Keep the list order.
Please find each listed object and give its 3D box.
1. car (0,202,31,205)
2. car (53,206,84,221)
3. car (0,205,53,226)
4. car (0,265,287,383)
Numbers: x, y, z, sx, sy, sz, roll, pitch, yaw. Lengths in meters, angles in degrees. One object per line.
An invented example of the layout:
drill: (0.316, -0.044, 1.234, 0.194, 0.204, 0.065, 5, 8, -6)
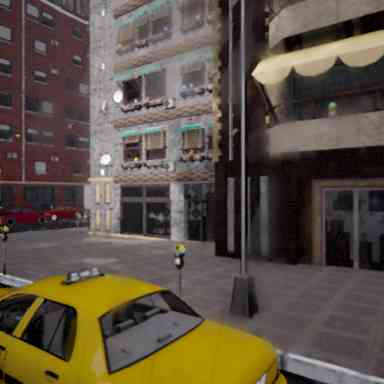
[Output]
car: (-16.421, 1.798, 29.113, 2.192, 1.841, 5.009, -1, -2, 35)
car: (-13.143, 2.130, 33.764, 1.887, 1.381, 4.507, -1, -2, 35)
car: (-14.267, 2.040, 27.646, 1.994, 1.385, 4.181, 0, -1, 35)
car: (-1.428, 1.548, 3.878, 4.829, 1.417, 1.752, 0, 0, 35)
